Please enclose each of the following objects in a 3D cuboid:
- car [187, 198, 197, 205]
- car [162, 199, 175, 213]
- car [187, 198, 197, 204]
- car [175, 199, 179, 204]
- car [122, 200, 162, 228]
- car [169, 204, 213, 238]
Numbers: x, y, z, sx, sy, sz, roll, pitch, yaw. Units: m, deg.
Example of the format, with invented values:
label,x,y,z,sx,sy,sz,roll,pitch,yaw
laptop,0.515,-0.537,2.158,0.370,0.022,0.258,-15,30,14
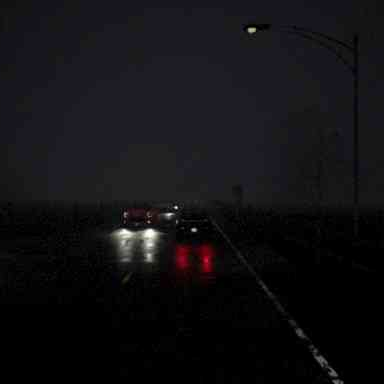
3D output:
label,x,y,z,sx,sy,sz,roll,pitch,yaw
car,0.029,1.895,68.682,2.033,1.411,5.357,0,0,0
car,-3.572,1.767,42.051,1.882,1.535,5.008,0,0,0
car,0.024,1.928,58.675,1.812,1.442,4.674,0,0,0
car,-3.474,1.991,62.850,2.033,1.411,5.357,0,0,0
car,-3.590,1.517,23.806,2.097,1.767,4.553,0,0,0
car,0.106,1.619,18.356,2.128,1.511,4.902,0,0,0
